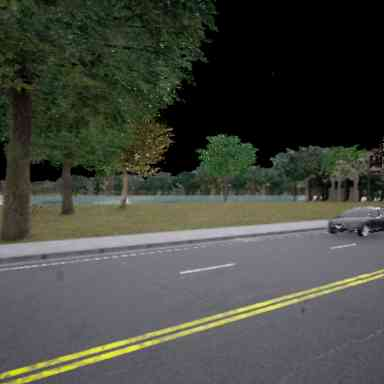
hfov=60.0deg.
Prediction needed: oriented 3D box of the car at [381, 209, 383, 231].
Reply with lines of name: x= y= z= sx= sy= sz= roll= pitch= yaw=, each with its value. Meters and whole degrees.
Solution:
car: x=11.014 y=1.607 z=15.523 sx=4.674 sy=1.442 sz=1.812 roll=0 pitch=0 yaw=-35

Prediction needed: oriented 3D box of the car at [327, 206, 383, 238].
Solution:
car: x=9.449 y=1.588 z=18.398 sx=4.892 sy=1.490 sz=1.837 roll=0 pitch=0 yaw=-35
